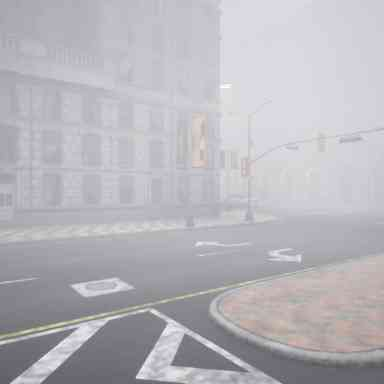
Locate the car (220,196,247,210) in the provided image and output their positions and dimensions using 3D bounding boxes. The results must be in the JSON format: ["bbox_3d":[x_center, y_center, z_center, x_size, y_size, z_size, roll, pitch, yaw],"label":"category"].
[{"bbox_3d":[4.702,1.564,43.400,1.994,1.385,4.181,0,0,-36],"label":"car"}]

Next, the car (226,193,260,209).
[{"bbox_3d":[6.874,1.221,46.365,2.150,2.045,5.566,0,0,-37],"label":"car"}]
